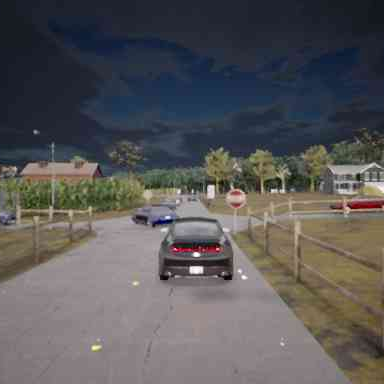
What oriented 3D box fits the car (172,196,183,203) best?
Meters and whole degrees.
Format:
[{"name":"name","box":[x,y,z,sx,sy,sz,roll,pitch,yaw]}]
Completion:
[{"name":"car","box":[-2.738,1.442,63.579,1.895,1.301,4.718,0,0,0]}]

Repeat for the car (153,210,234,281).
[{"name":"car","box":[0.101,1.491,9.798,1.837,1.490,4.892,0,0,0]}]

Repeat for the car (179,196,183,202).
[{"name":"car","box":[-2.815,1.479,50.671,1.895,1.301,4.718,0,0,0]}]

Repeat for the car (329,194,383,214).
[{"name":"car","box":[13.771,0.979,27.165,5.008,1.535,1.882,-2,-2,0]}]

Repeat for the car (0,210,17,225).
[{"name":"car","box":[-15.344,1.625,24.268,4.553,1.767,2.097,-1,-2,-2]}]

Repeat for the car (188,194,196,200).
[{"name":"car","box":[0.029,1.164,81.983,2.033,1.411,5.357,0,0,0]}]

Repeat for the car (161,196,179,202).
[{"name":"car","box":[-2.837,1.472,40.324,1.994,1.385,4.181,0,0,-2]}]

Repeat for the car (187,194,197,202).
[{"name":"car","box":[0.023,1.364,71.971,1.994,1.385,4.181,0,0,0]}]

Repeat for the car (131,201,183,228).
[{"name":"car","box":[-2.547,1.525,22.193,1.994,1.385,4.181,-1,1,-32]}]
